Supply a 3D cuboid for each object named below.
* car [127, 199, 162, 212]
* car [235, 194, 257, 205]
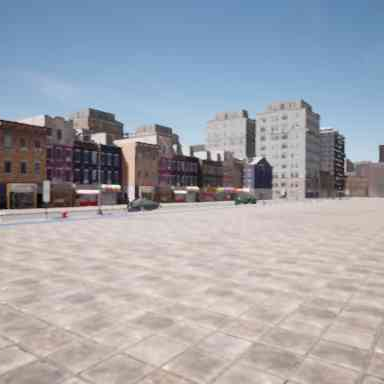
[{"bbox_3d":[-5.510,1.555,38.634,1.812,1.442,4.674,1,0,36],"label":"car"},{"bbox_3d":[9.758,1.323,59.918,2.150,2.045,5.566,1,0,36],"label":"car"}]
